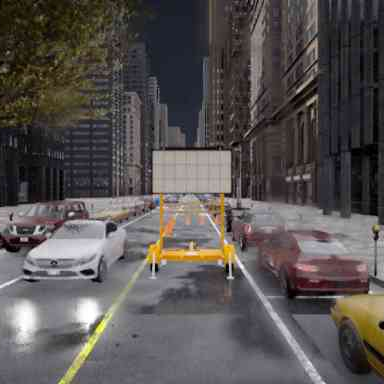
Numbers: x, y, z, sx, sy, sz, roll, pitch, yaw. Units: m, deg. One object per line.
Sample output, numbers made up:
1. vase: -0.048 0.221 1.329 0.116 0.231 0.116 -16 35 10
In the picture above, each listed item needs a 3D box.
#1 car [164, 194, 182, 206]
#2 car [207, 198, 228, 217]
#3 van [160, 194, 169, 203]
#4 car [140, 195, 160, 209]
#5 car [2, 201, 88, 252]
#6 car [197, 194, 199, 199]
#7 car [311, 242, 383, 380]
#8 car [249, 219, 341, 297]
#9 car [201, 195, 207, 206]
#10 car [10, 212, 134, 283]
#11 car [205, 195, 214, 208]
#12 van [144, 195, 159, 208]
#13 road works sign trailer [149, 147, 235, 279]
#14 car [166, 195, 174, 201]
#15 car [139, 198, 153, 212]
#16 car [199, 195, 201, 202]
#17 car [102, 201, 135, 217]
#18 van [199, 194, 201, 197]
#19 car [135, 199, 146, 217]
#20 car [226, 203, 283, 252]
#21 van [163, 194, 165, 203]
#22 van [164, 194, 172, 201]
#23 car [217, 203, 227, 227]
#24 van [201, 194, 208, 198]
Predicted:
1. car: -3.011 1.533 53.574 1.882 1.535 5.008 0 0 0
2. car: 2.755 1.555 30.978 2.008 1.369 4.403 0 0 0
3. van: -5.779 1.364 70.710 1.690 1.788 3.998 0 0 0
4. car: -5.773 1.323 42.322 2.192 1.841 5.009 0 0 0
5. car: -5.766 1.315 13.935 2.192 1.841 5.009 0 0 0
6. car: 2.745 1.467 76.399 1.967 1.590 4.097 0 0 0
7. car: 2.761 1.525 2.760 1.752 1.417 4.829 0 0 0
8. car: 2.760 1.582 8.267 1.802 1.307 4.206 0 0 0
9. car: 2.751 1.561 48.011 2.008 1.369 4.403 0 0 0
10. car: -3.101 1.525 9.778 1.812 1.442 4.674 0 0 0
11. car: 2.754 1.446 36.655 1.967 1.590 4.097 0 0 0
12. van: -5.774 1.351 48.000 1.690 1.788 3.998 0 0 0
13. road works sign trailer: -0.002 0.464 10.000 2.380 3.560 2.880 0 0 0
14. car: -5.782 1.561 87.572 1.752 1.417 4.829 0 0 0
15. car: -5.771 1.588 36.645 1.802 1.307 4.206 0 0 0
16. car: 2.749 1.561 59.366 1.887 1.381 4.507 0 0 0
17. car: -5.769 1.528 25.120 1.752 1.417 4.829 0 0 0
18. van: 2.747 1.360 65.044 1.690 1.788 3.998 0 0 0
19. car: -5.770 1.586 30.968 1.802 1.307 4.206 0 0 0
20. car: 2.759 1.440 13.945 1.967 1.590 4.097 0 0 0
21. van: -5.775 1.354 53.677 1.690 1.788 3.998 0 0 0
22. van: -5.782 1.373 82.065 1.690 1.788 3.998 0 0 0
23. car: 2.758 1.567 19.623 1.947 1.339 4.313 0 0 0
24. van: 2.750 1.354 53.689 1.690 1.788 3.998 0 0 0
